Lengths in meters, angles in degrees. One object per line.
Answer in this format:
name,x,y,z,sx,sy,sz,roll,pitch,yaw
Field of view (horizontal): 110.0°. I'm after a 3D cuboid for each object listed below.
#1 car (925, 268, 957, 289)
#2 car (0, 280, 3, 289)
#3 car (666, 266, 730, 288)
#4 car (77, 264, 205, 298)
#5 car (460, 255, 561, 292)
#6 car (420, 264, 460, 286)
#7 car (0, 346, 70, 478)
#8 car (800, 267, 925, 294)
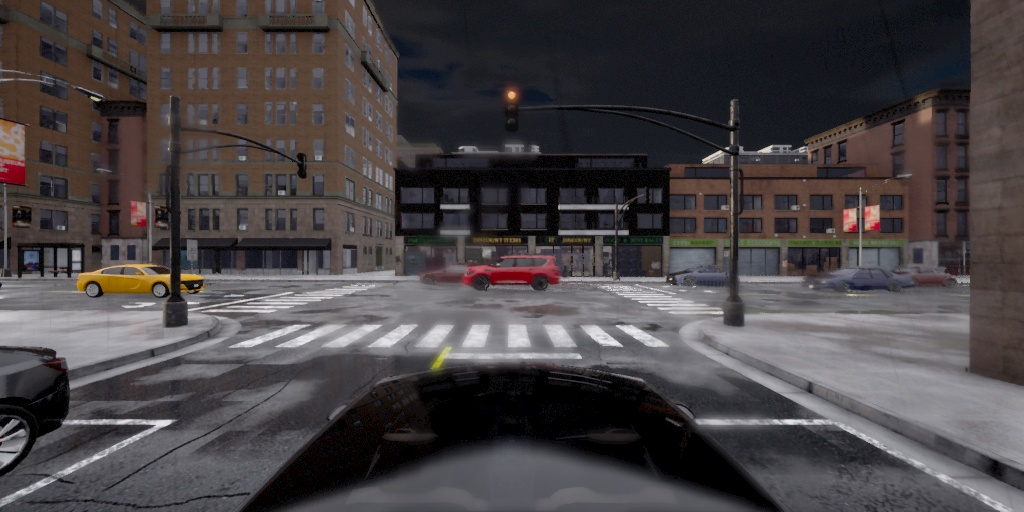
car,27.119,1.461,24.268,4.181,1.385,1.994,0,0,0
car,-27.848,1.150,17.310,4.674,1.442,1.812,0,0,0
car,12.721,1.385,24.202,4.181,1.385,1.994,0,0,0
car,-17.782,1.149,17.356,5.008,1.535,1.882,0,0,0
car,0.042,0.980,20.890,5.566,2.045,2.150,0,0,0
car,-3.810,1.264,24.117,4.674,1.442,1.812,0,0,0
car,-5.387,1.316,1.866,1.948,1.339,4.313,0,0,0
car,20.172,1.407,20.989,5.357,1.411,2.033,0,0,0
